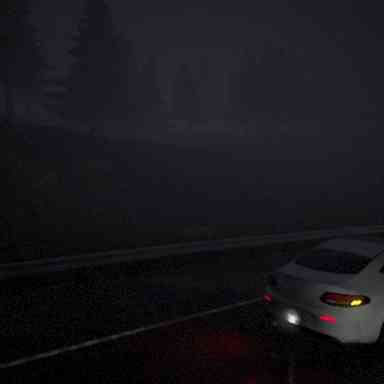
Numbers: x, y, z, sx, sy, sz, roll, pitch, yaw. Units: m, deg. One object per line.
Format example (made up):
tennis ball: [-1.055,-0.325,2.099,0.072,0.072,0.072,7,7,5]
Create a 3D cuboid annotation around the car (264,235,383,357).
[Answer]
car: [3.311,1.523,5.935,4.674,1.442,1.812,0,0,-34]
